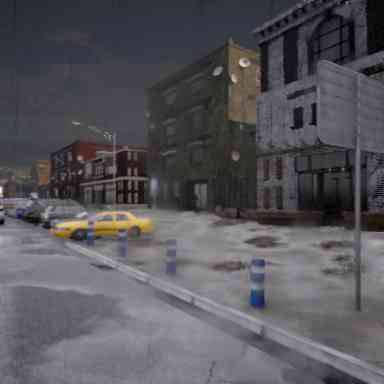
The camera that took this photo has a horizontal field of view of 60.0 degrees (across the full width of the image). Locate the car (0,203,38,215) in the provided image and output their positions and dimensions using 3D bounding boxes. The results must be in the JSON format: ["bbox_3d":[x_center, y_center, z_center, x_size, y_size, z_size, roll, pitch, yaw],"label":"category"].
[{"bbox_3d":[-22.358,2.096,42.428,4.674,1.452,2.002,1,-2,-36],"label":"car"}]

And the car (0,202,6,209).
[{"bbox_3d":[-40.245,2.706,66.920,4.792,1.488,2.163,1,-2,-36],"label":"car"}]

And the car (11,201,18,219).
[{"bbox_3d":[-12.629,1.816,29.060,5.008,1.535,2.097,1,-1,-36],"label":"car"}]

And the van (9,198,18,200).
[{"bbox_3d":[-20.571,1.781,40.176,4.442,1.987,1.878,1,-2,-36],"label":"van"}]

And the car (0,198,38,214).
[{"bbox_3d":[-24.007,1.856,44.647,5.566,2.045,2.435,1,-2,-36],"label":"car"}]

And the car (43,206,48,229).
[{"bbox_3d":[-6.134,1.770,20.154,4.674,1.452,2.002,1,-1,-36],"label":"car"}]

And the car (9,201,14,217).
[{"bbox_3d":[-14.243,1.848,31.294,4.892,1.521,2.231,1,-2,-36],"label":"car"}]

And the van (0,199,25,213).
[{"bbox_3d":[-27.323,1.996,49.048,4.442,1.987,1.878,1,-2,-36],"label":"van"}]

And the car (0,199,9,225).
[{"bbox_3d":[-16.167,1.461,26.144,2.150,2.045,5.566,1,-1,-36],"label":"car"}]

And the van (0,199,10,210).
[{"bbox_3d":[-36.876,2.350,62.553,4.442,1.987,1.878,1,-2,-36],"label":"van"}]

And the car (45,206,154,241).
[{"bbox_3d":[-4.663,1.709,17.814,5.366,1.575,1.946,1,-1,-36],"label":"car"}]

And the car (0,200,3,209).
[{"bbox_3d":[-43.443,2.649,71.418,4.553,1.767,2.185,1,-2,-36],"label":"car"}]

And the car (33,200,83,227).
[{"bbox_3d":[-7.782,1.619,22.364,4.553,1.767,2.185,1,-1,-36],"label":"car"}]

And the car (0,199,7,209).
[{"bbox_3d":[-41.866,2.474,69.157,5.566,2.045,2.435,1,-2,-36],"label":"car"}]

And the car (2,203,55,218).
[{"bbox_3d":[-17.517,1.949,35.728,4.792,1.488,2.163,1,-2,-36],"label":"car"}]

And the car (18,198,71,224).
[{"bbox_3d":[-9.353,1.515,24.629,5.566,2.045,2.435,1,-1,-36],"label":"car"}]
